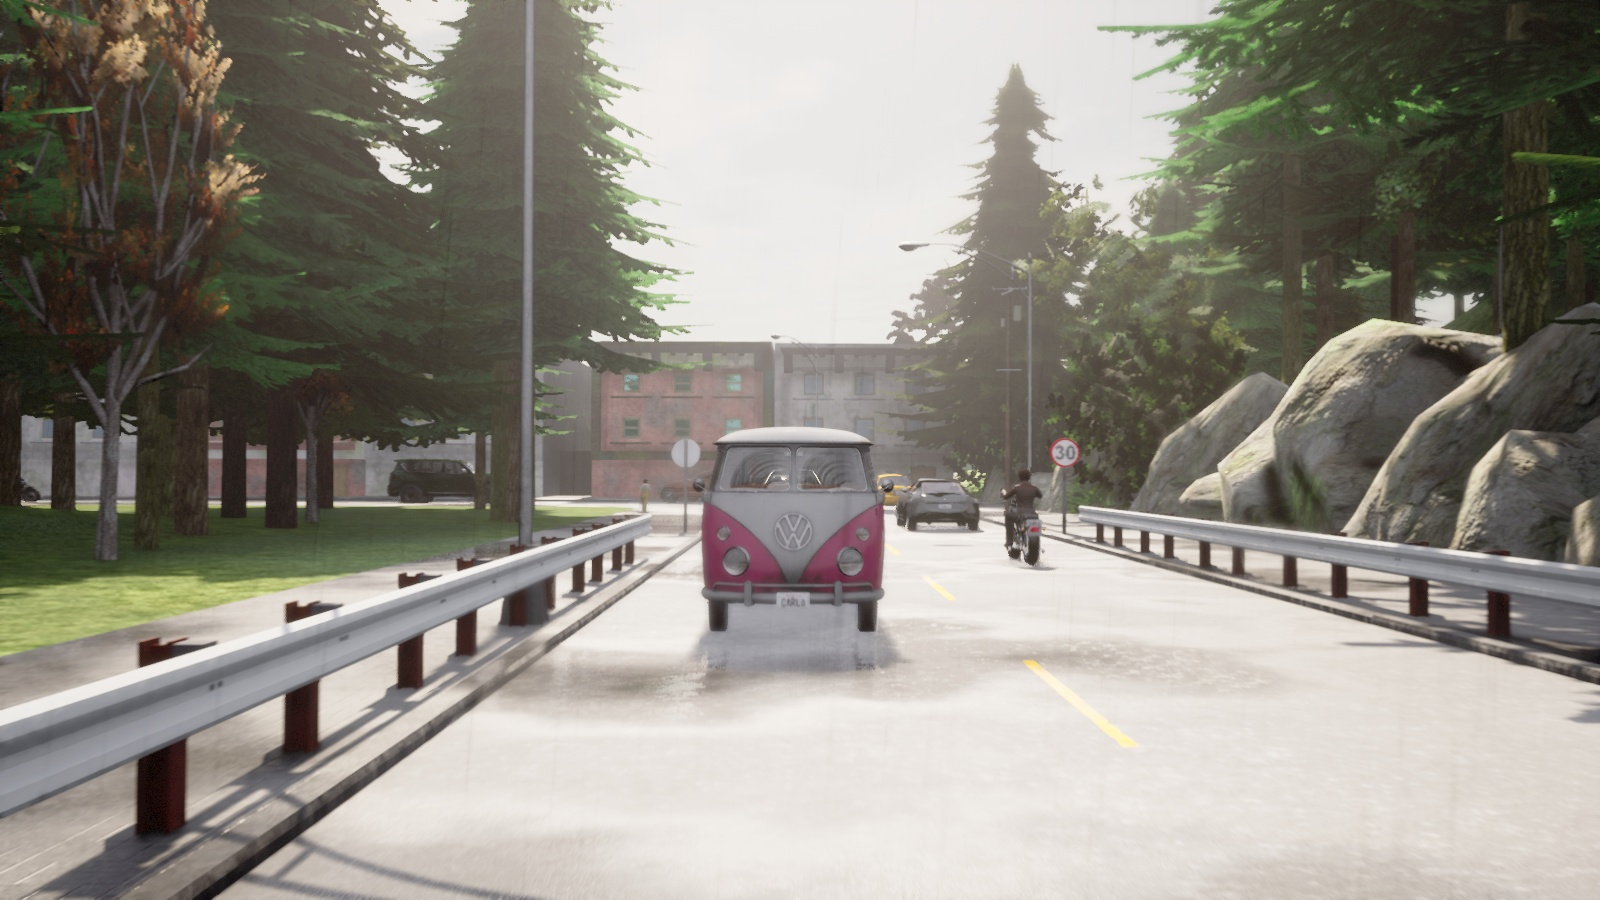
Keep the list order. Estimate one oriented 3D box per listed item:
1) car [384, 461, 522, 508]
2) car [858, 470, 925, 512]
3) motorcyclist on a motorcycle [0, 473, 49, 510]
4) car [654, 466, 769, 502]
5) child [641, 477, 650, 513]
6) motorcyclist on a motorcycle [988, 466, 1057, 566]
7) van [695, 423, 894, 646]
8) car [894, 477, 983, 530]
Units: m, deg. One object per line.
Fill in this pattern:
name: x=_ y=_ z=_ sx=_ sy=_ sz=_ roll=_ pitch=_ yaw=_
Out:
car: x=-15.437 y=1.534 z=56.071 sx=5.566 sy=2.045 sz=2.150 roll=0 pitch=-1 yaw=0
car: x=3.515 y=1.565 z=49.244 sx=1.801 sy=1.575 sz=5.366 roll=0 pitch=-1 yaw=-5
motorcyclist on a motorcycle: x=-34.940 y=1.843 z=56.060 sx=2.350 sy=1.649 sz=0.766 roll=0 pitch=-1 yaw=0
car: x=-4.213 y=1.607 z=59.430 sx=5.027 sy=1.651 sz=2.152 roll=-1 pitch=-1 yaw=26
child: x=-5.343 y=1.554 z=43.500 sx=0.270 sy=1.263 sz=0.437 roll=0 pitch=-1 yaw=0
motorcyclist on a motorcycle: x=3.881 y=1.119 z=22.067 sx=0.766 sy=1.649 sz=2.350 roll=0 pitch=-1 yaw=0
van: x=-0.067 y=0.795 z=13.480 sx=1.775 sy=1.987 sz=4.442 roll=0 pitch=-1 yaw=0
car: x=3.802 y=1.451 z=35.113 sx=1.994 sy=1.385 sz=4.181 roll=0 pitch=-1 yaw=0
